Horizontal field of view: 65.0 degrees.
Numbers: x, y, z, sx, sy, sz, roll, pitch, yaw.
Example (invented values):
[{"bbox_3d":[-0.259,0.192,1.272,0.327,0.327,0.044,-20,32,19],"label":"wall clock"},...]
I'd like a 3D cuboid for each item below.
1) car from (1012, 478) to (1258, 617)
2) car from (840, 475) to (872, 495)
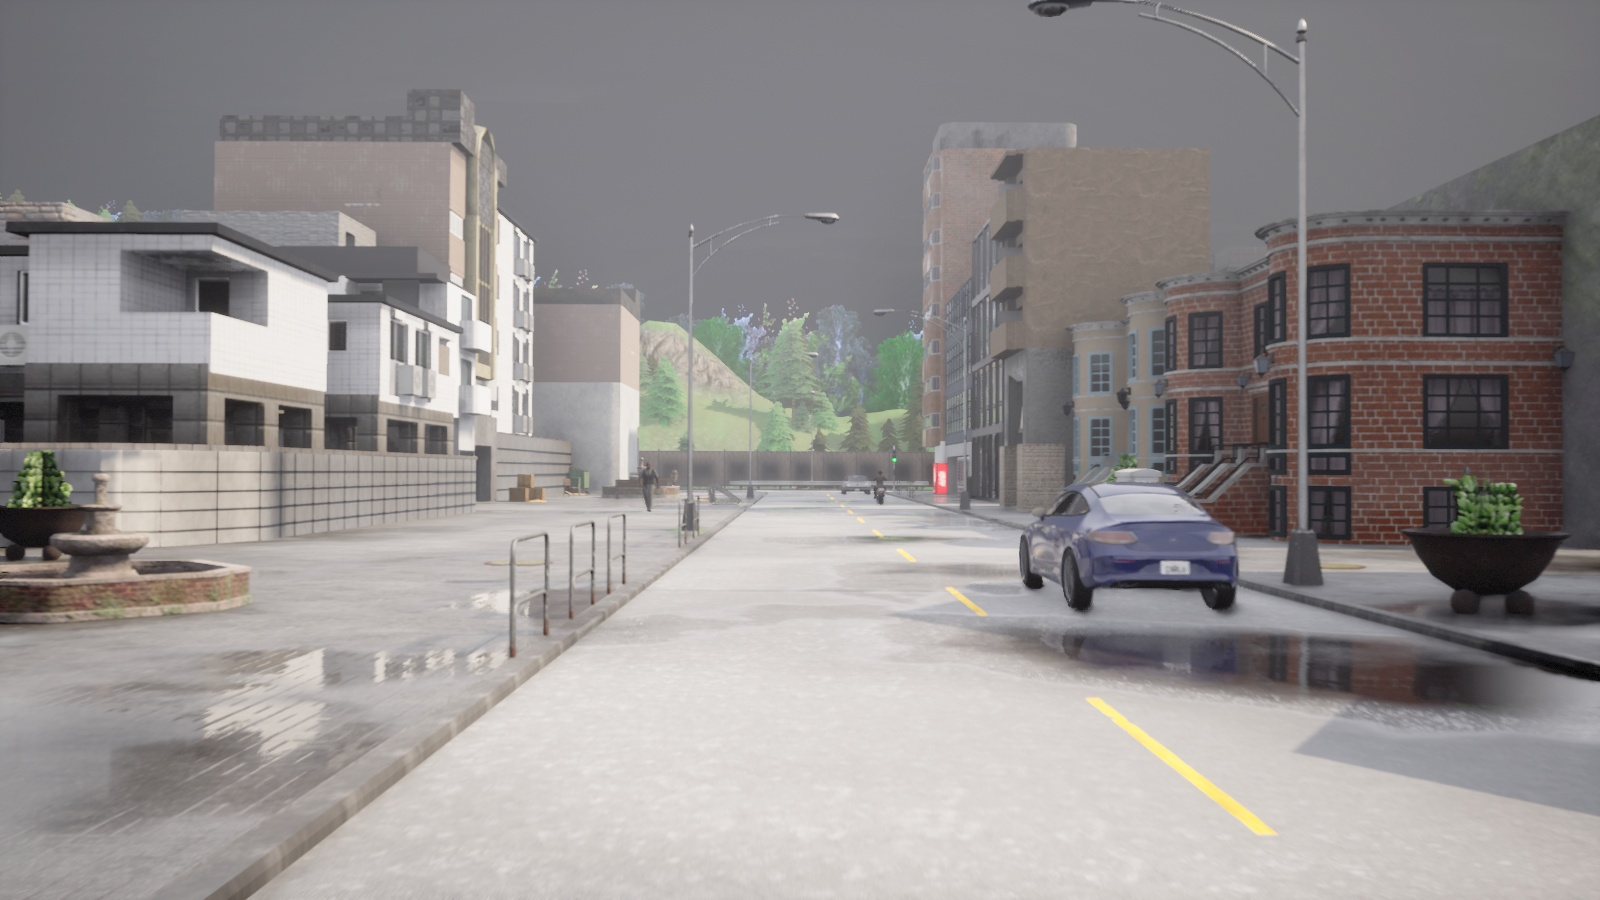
[{"bbox_3d":[3.961,1.088,15.714,1.812,1.442,4.674,0,-1,0],"label":"car"},{"bbox_3d":[3.782,2.321,84.886,1.895,1.301,4.718,0,-1,0],"label":"car"}]
